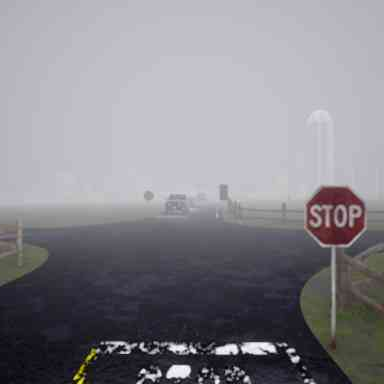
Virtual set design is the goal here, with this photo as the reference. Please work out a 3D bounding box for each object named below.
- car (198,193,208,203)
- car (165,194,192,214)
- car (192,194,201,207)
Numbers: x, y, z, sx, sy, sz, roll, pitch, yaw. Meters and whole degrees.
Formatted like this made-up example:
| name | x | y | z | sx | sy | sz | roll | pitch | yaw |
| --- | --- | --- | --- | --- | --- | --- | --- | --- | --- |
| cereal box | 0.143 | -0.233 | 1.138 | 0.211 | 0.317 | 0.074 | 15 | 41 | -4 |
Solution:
| name | x | y | z | sx | sy | sz | roll | pitch | yaw |
| --- | --- | --- | --- | --- | --- | --- | --- | --- | --- |
| car | 2.034 | 1.172 | 68.764 | 2.150 | 2.045 | 5.566 | 0 | 0 | 8 |
| car | -1.519 | 1.207 | 35.645 | 2.150 | 2.045 | 5.566 | 0 | 0 | 4 |
| car | -0.360 | 1.466 | 49.048 | 2.128 | 1.511 | 4.902 | 0 | 0 | 6 |
